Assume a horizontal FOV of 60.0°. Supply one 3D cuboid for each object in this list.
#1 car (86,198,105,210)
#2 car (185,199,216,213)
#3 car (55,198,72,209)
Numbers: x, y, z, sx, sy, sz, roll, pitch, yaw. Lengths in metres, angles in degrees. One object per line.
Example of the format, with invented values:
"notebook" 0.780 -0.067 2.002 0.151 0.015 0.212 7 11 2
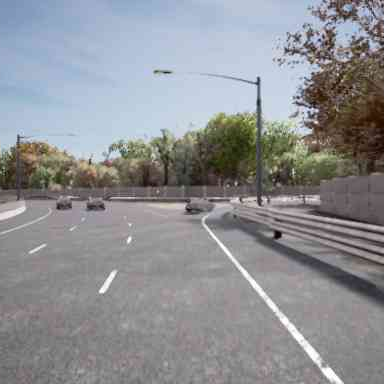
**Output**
"car" -12.409 1.479 42.612 2.128 1.511 4.902 0 0 -24
"car" 1.016 1.472 36.200 2.033 1.411 5.357 0 0 22
"car" -17.776 1.503 45.914 2.128 1.511 4.902 0 0 -26
